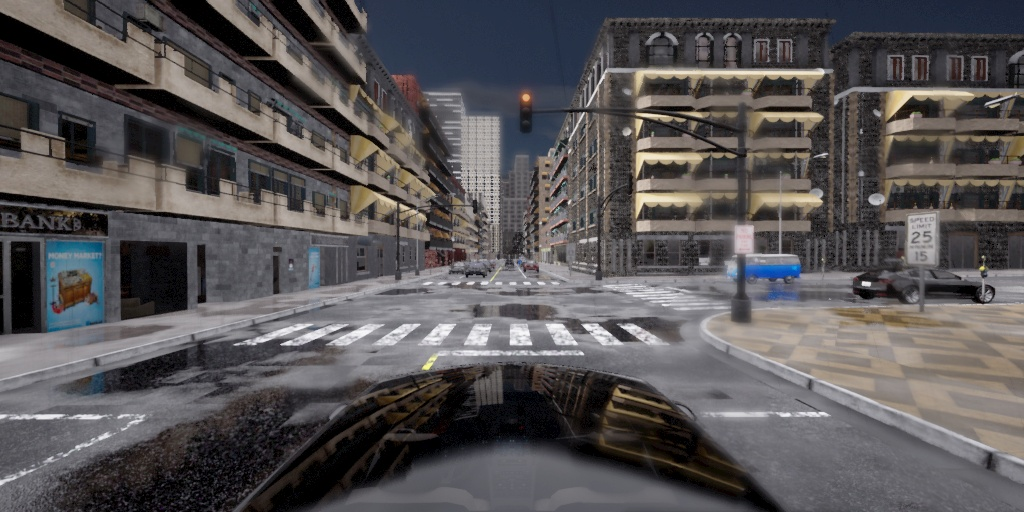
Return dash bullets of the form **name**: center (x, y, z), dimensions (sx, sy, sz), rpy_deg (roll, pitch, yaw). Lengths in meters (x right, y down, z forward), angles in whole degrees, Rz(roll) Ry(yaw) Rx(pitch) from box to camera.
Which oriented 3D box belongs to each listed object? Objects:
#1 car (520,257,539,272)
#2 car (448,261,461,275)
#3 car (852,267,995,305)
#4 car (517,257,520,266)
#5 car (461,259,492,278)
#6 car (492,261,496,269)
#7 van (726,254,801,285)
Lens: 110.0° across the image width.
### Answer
- **car**: center (2.367, 1.198, 45.507), dimensions (1.967, 1.591, 4.097), rpy_deg (0, 0, 0)
- **car**: center (-5.971, 1.306, 39.923), dimensions (2.007, 1.370, 4.403), rpy_deg (0, 0, 0)
- **car**: center (15.687, 1.077, 13.820), dimensions (4.313, 1.339, 1.948), rpy_deg (0, 0, -1)
- **car**: center (2.245, 1.320, 62.090), dimensions (2.007, 1.370, 4.403), rpy_deg (0, 0, 0)
- **car**: center (-3.337, 1.300, 34.522), dimensions (2.033, 1.411, 5.357), rpy_deg (0, 0, 0)
- **car**: center (-3.413, 1.305, 44.606), dimensions (2.033, 1.411, 5.357), rpy_deg (0, 0, 0)
- **van**: center (15.507, 0.782, 22.198), dimensions (3.998, 1.789, 1.690), rpy_deg (0, 0, -1)
